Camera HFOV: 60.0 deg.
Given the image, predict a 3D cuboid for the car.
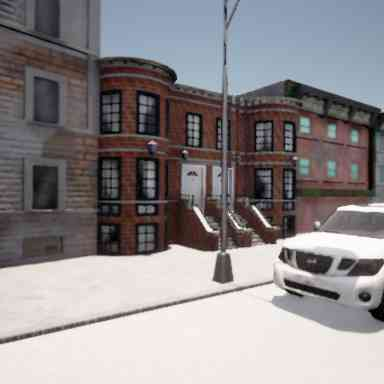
[{"bbox_3d":[4.343,1.289,7.657,5.566,2.045,2.150,1,0,-36],"label":"car"}]
